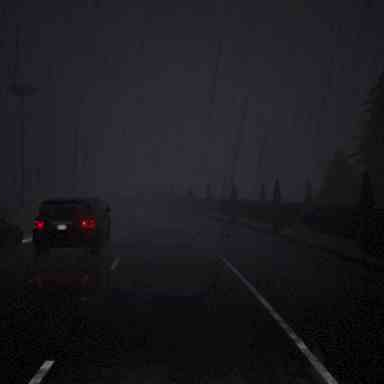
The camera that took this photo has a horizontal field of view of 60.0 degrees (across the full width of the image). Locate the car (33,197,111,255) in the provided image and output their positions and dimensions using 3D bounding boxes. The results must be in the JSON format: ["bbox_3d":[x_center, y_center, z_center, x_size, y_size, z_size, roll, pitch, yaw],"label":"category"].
[{"bbox_3d":[-4.618,1.226,13.478,2.150,2.045,5.566,0,0,-8],"label":"car"}]

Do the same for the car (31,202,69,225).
[{"bbox_3d":[-10.783,1.576,25.601,2.033,1.411,5.357,0,0,-16],"label":"car"}]

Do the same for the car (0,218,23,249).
[{"bbox_3d":[-8.048,1.575,12.618,1.994,1.385,4.181,0,0,-8],"label":"car"}]

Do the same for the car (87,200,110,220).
[{"bbox_3d":[-8.483,1.527,30.009,1.837,1.490,4.892,0,0,-17],"label":"car"}]
